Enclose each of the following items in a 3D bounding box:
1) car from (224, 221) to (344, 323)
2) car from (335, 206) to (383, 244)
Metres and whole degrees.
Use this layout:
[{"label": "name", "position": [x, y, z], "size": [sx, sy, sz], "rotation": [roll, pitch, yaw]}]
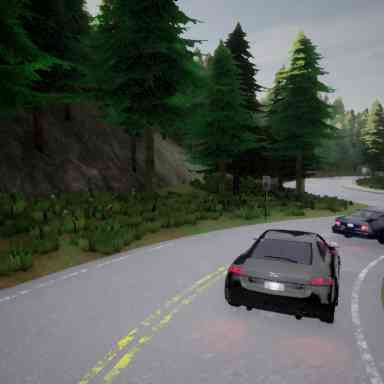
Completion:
[{"label": "car", "position": [2.205, 1.532, 7.417], "size": [1.994, 1.385, 4.181], "rotation": [2, 1, 24]}, {"label": "car", "position": [8.582, 1.371, 14.944], "size": [5.357, 1.411, 2.033], "rotation": [-1, 5, -33]}]
